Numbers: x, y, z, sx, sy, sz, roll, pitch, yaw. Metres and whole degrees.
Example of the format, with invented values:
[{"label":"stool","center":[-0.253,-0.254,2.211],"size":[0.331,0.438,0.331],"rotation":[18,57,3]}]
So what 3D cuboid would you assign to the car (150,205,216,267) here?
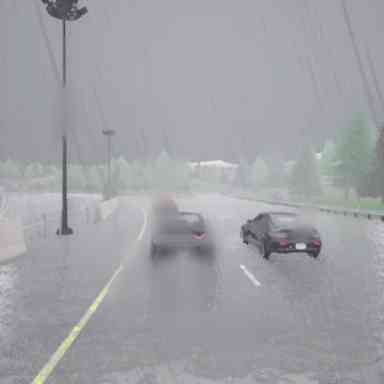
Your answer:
[{"label":"car","center":[-0.351,1.412,11.107],"size":[2.128,1.511,4.902],"rotation":[0,0,-3]}]

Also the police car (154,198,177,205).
[{"label":"police car","center":[-2.438,1.293,30.258],"size":[2.038,1.542,4.974],"rotation":[0,0,-9]}]

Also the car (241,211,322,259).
[{"label":"car","center":[3.091,1.433,12.177],"size":[1.812,1.442,4.674],"rotation":[0,0,-4]}]
